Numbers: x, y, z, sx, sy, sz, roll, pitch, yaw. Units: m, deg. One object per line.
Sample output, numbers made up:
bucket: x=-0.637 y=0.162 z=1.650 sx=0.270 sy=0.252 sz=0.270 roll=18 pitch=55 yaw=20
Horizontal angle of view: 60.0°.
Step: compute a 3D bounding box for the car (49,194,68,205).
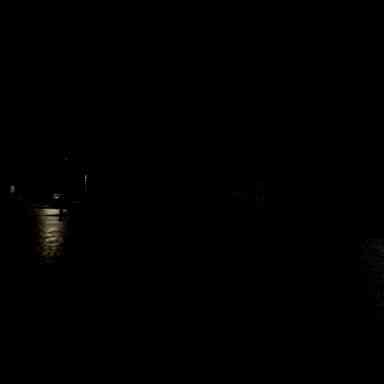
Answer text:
car: x=-19.769 y=1.117 z=49.304 sx=2.128 sy=1.511 sz=4.902 roll=0 pitch=1 yaw=-35
